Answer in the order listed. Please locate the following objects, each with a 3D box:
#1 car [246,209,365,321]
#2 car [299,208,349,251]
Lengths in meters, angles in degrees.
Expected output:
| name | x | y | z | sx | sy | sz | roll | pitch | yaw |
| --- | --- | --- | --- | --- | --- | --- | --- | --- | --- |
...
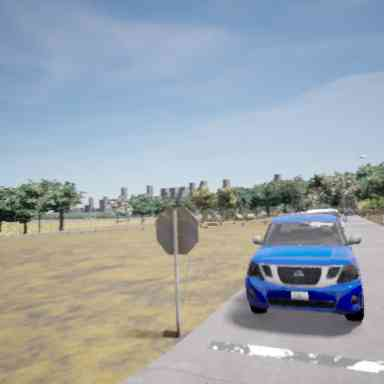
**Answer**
| name | x | y | z | sx | sy | sz | roll | pitch | yaw |
| --- | --- | --- | --- | --- | --- | --- | --- | --- | --- |
| car | 2.957 | 1.601 | 8.531 | 2.150 | 2.045 | 5.566 | -4 | -3 | 22 |
| car | 7.542 | 2.002 | 19.021 | 2.150 | 2.045 | 5.566 | -4 | -3 | 22 |
